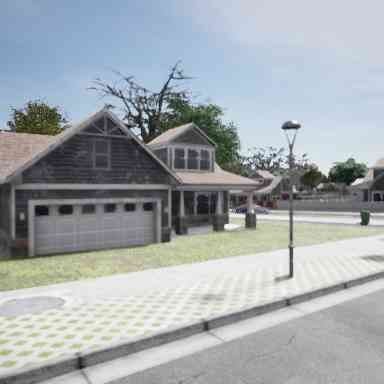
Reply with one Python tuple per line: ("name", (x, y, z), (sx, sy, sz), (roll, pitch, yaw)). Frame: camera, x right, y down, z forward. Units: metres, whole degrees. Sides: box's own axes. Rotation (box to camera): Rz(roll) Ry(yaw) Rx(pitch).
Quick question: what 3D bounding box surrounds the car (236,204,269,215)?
("car", (7.553, 2.175, 41.779), (1.812, 1.442, 4.674), (0, -1, -36))
